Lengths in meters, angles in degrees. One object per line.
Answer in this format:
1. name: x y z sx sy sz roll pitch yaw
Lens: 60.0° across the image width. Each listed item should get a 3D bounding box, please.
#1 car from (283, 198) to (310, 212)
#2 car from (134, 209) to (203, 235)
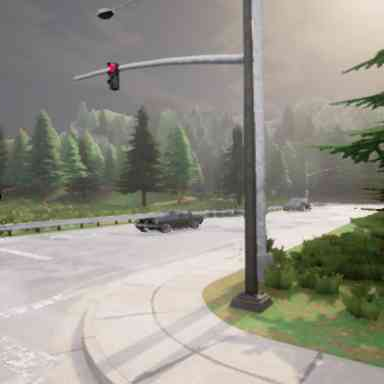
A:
1. car: 12.690 1.496 40.259 2.097 1.767 4.553 -1 0 36
2. car: -1.304 1.743 20.297 1.895 1.301 4.718 -1 -1 34
